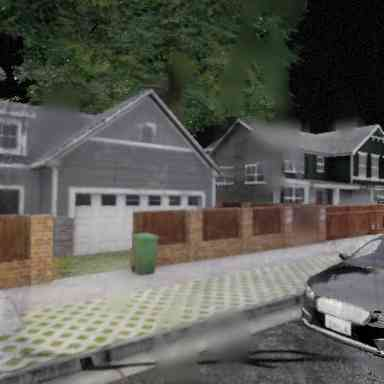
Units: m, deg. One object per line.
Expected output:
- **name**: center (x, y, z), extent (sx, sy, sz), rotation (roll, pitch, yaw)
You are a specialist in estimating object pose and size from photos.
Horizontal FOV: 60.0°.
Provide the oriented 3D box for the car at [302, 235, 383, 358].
- **car**: center (3.959, 1.526, 5.858), extent (4.902, 1.511, 2.128), rotation (0, 0, -35)
